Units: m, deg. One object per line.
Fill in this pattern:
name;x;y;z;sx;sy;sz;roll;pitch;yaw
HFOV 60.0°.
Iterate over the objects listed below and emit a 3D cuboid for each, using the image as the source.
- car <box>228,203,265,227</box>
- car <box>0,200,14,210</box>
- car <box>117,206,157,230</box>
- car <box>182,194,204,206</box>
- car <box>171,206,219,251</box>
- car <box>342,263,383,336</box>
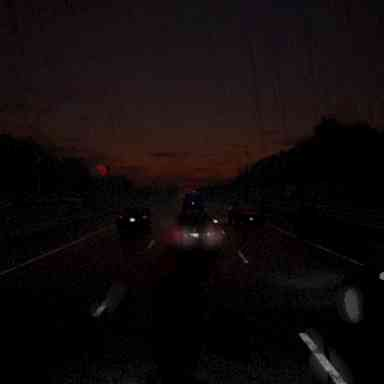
car;3.602;1.488;22.681;1.882;1.535;5.008;0;0;0
car;-21.002;1.573;35.748;1.812;1.442;4.674;0;0;0
car;-3.398;1.572;20.949;1.994;1.385;4.181;0;0;0
car;0.102;1.272;36.610;2.150;2.045;5.566;0;0;0
car;0.101;1.552;14.002;2.033;1.411;5.357;0;0;0
car;3.601;1.478;3.942;1.882;1.535;5.008;0;0;0
